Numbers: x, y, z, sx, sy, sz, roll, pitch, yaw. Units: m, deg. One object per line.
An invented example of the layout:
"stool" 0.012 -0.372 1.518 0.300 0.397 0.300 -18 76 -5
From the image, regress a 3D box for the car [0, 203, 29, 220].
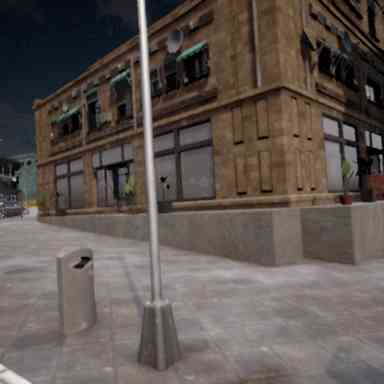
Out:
"car" -15.070 1.548 26.632 1.994 1.385 4.181 -4 0 10
